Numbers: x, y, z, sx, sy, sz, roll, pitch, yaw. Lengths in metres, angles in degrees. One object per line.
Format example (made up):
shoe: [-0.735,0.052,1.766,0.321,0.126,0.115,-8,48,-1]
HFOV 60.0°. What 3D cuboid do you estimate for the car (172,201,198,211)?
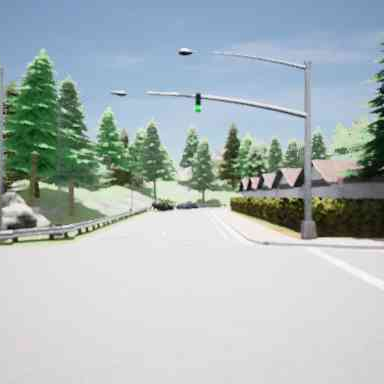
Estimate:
car: [-0.805,2.208,54.879,1.994,1.385,4.181,-1,-1,36]
